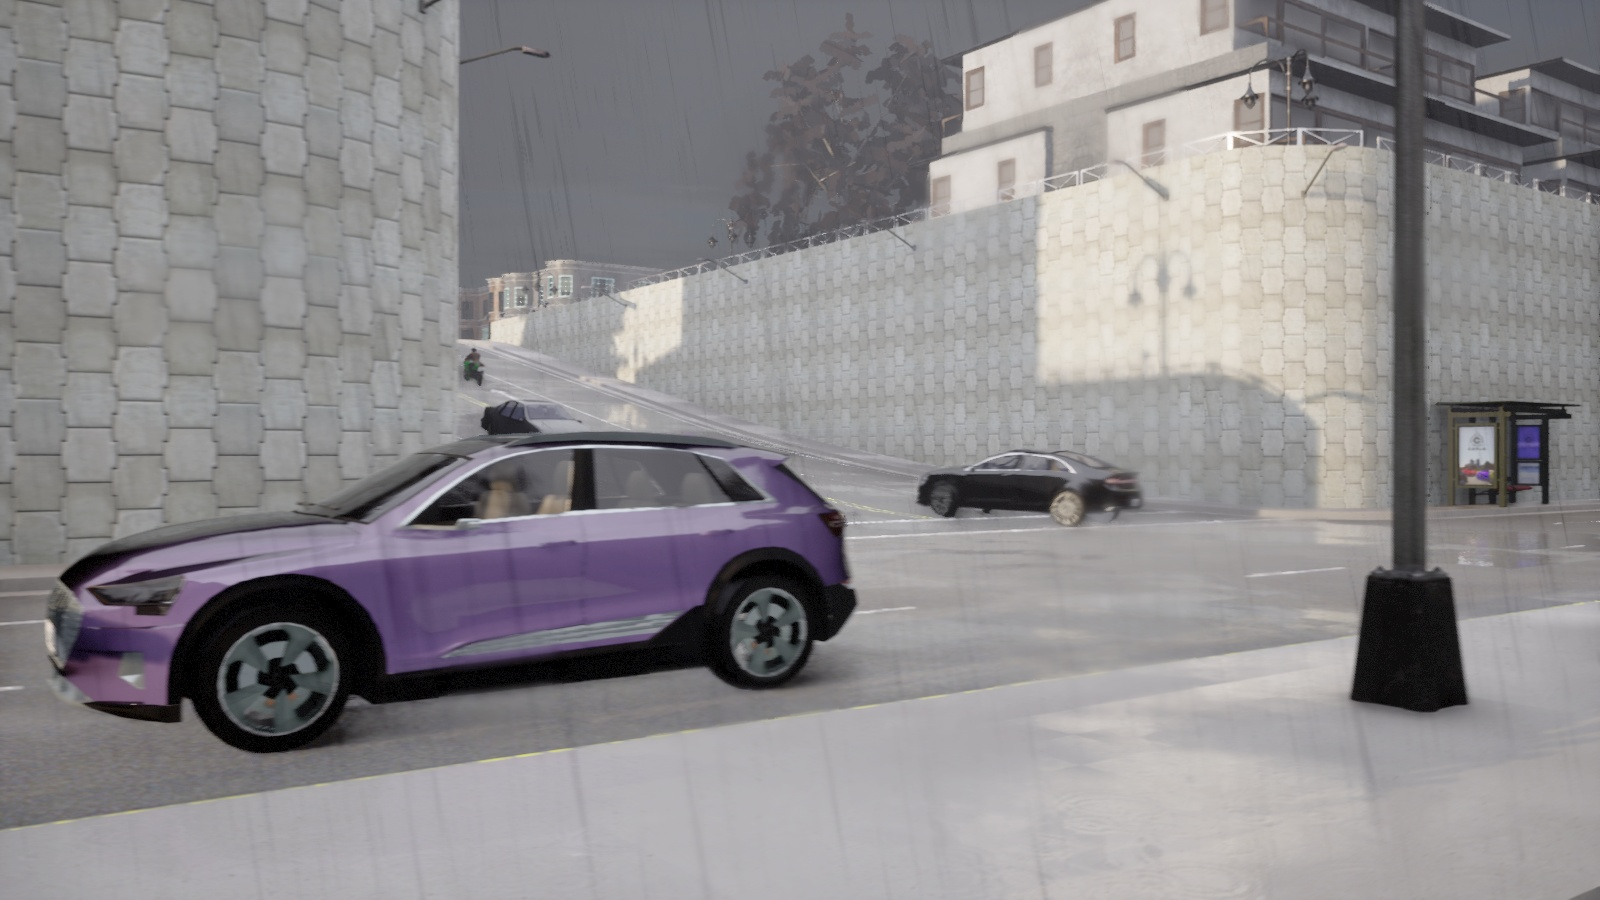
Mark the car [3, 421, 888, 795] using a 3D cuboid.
[{"bbox_3d":[-1.995,0.698,7.753,4.856,1.649,2.033,0,0,-35],"label":"car"}]

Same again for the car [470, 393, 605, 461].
[{"bbox_3d":[-8.074,-0.733,38.129,2.033,1.411,5.357,0,8,-35],"label":"car"}]

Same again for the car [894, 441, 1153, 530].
[{"bbox_3d":[4.607,0.662,26.342,4.902,1.511,2.128,3,3,39],"label":"car"}]

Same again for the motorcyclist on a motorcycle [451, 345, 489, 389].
[{"bbox_3d":[-13.816,-3.486,52.569,0.797,1.523,2.044,0,11,-35],"label":"motorcyclist on a motorcycle"}]
